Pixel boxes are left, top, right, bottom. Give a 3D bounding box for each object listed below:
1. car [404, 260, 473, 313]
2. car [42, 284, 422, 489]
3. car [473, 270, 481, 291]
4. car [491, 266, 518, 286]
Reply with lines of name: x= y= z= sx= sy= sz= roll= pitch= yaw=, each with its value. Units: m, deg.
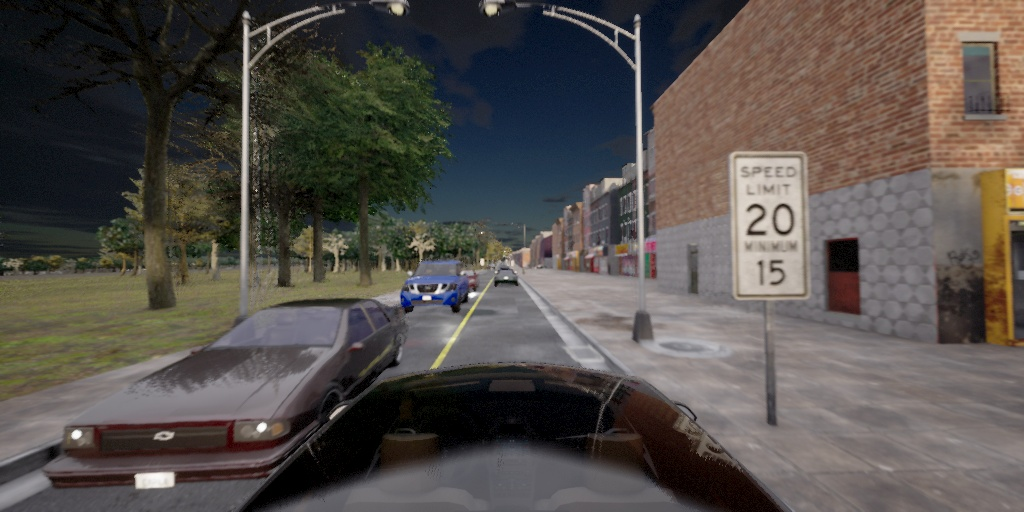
car: x=-3.117 y=1.192 z=15.600 sx=2.150 sy=2.045 sz=5.566 roll=0 pitch=-1 yaw=-1
car: x=-2.923 y=1.369 z=5.407 sx=2.033 sy=1.411 sz=5.357 roll=0 pitch=-1 yaw=-4
car: x=-3.335 y=1.663 z=25.717 sx=1.812 sy=1.442 sz=4.674 roll=0 pitch=-1 yaw=-1
car: x=-0.512 y=1.770 z=30.880 sx=1.994 sy=1.385 sz=4.181 roll=0 pitch=-1 yaw=-1
